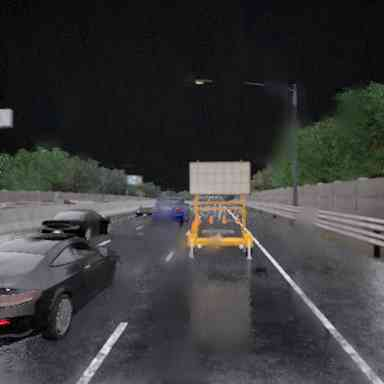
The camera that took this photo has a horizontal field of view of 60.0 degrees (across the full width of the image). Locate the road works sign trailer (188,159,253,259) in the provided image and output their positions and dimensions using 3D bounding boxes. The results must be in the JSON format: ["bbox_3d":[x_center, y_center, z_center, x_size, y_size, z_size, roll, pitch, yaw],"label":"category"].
[{"bbox_3d":[1.085,0.537,12.984,2.380,3.560,2.880,0,0,4],"label":"road works sign trailer"}]

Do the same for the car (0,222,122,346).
[{"bbox_3d":[-2.782,1.565,6.474,1.812,1.442,4.674,0,0,4],"label":"car"}]

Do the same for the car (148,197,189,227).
[{"bbox_3d":[-1.492,1.416,24.837,2.150,2.045,5.566,0,-1,4],"label":"car"}]

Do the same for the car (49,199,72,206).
[{"bbox_3d":[-20.773,1.970,52.661,2.097,1.767,4.553,0,-1,4],"label":"car"}]

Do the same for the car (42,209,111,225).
[{"bbox_3d":[-5.574,1.593,16.674,1.882,1.535,5.008,0,0,4],"label":"car"}]

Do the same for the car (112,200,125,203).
[{"bbox_3d":[-13.208,2.221,60.188,2.128,1.511,4.902,0,-1,4],"label":"car"}]

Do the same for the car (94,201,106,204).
[{"bbox_3d":[-16.709,2.334,60.196,1.895,1.301,4.718,0,-1,5],"label":"car"}]

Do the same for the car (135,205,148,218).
[{"bbox_3d":[-4.352,1.925,34.049,1.895,1.301,4.718,0,-1,4],"label":"car"}]
